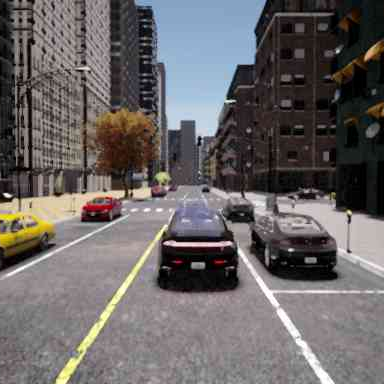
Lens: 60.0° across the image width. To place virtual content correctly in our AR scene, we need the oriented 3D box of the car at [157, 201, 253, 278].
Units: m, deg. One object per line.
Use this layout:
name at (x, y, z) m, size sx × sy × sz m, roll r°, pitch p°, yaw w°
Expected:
car at (0.149, 1.230, 9.233) m, size 2.128 × 1.511 × 4.902 m, roll 0°, pitch 2°, yaw 0°

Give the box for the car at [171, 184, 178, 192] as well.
car at (-5.156, -0.771, 86.444) m, size 1.947 × 1.339 × 4.313 m, roll 0°, pitch 1°, yaw 0°

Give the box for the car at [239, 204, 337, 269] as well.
car at (2.752, 1.275, 9.829) m, size 2.008 × 1.369 × 4.403 m, roll 0°, pitch 2°, yaw 0°

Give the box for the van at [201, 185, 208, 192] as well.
van at (3.225, -0.989, 86.386) m, size 1.690 × 1.788 × 3.998 m, roll 0°, pitch 1°, yaw 0°

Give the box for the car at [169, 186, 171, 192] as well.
car at (-5.326, -0.043, 58.839) m, size 1.947 × 1.339 × 4.313 m, roll 0°, pitch 2°, yaw 0°

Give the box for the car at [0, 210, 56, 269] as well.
car at (-5.629, 1.247, 9.710) m, size 1.752 × 1.417 × 4.829 m, roll 0°, pitch 2°, yaw 0°

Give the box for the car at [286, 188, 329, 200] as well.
car at (13.676, 0.242, 40.217) m, size 4.403 × 1.369 × 2.008 m, roll -1°, pitch 2°, yaw 0°

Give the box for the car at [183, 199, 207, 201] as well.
car at (0.198, 1.061, 19.349) m, size 1.895 × 1.301 × 4.718 m, roll 0°, pitch 2°, yaw 1°

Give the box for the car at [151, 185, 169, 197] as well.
car at (-5.361, -0.147, 53.311) m, size 2.192 × 1.841 × 5.009 m, roll 0°, pitch 2°, yaw 0°

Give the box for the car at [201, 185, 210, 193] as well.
car at (3.157, -0.475, 75.349) m, size 1.947 × 1.339 × 4.313 m, roll 0°, pitch 2°, yaw 0°

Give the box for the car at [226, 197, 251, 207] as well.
car at (2.820, 0.970, 20.890) m, size 2.008 × 1.369 × 4.403 m, roll 0°, pitch 2°, yaw 0°

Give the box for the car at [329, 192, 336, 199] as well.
car at (19.073, 0.145, 40.235) m, size 4.829 × 1.417 × 1.752 m, roll -1°, pitch 2°, yaw 0°

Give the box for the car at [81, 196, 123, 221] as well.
car at (-5.560, 0.957, 20.942) m, size 1.887 × 1.381 × 4.507 m, roll 0°, pitch 2°, yaw 0°

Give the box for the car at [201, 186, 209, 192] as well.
car at (3.192, -0.665, 81.039) m, size 1.752 × 1.417 × 4.829 m, roll 0°, pitch 1°, yaw 0°

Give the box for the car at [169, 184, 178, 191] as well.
car at (-5.122, -1.165, 91.957) m, size 2.192 × 1.841 × 5.009 m, roll 0°, pitch 1°, yaw 0°
